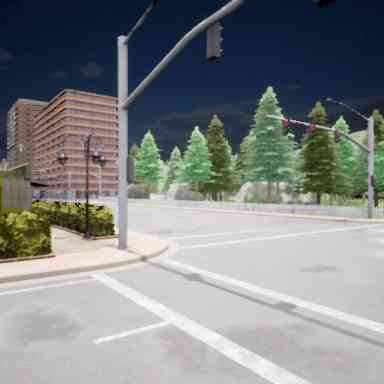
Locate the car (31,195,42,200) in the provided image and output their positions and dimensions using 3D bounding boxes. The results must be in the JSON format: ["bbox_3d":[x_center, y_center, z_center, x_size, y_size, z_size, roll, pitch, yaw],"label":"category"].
[{"bbox_3d":[-23.545,1.543,49.766,2.033,1.411,5.357,0,0,-37],"label":"car"}]

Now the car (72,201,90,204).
[{"bbox_3d":[-10.735,1.596,32.334,1.895,1.301,4.718,0,0,-37],"label":"car"}]
